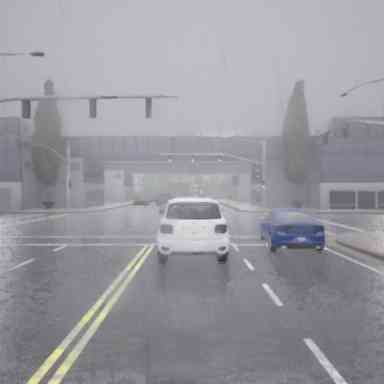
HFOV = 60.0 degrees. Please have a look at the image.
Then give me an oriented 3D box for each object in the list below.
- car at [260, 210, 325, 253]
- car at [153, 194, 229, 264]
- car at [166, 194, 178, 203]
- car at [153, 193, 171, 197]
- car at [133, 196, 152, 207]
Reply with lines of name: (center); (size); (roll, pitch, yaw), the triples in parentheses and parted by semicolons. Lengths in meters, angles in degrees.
car: (3.972, 1.463, 13.798); (1.882, 1.535, 5.008); (0, 0, 5)
car: (-0.030, 1.209, 11.960); (2.150, 2.045, 5.566); (0, 0, -2)
car: (-3.993, 1.284, 67.445); (2.097, 1.767, 4.553); (0, 0, 1)
car: (-4.174, 1.164, 51.371); (2.150, 2.045, 5.566); (0, 0, 1)
car: (-7.681, 1.547, 50.533); (1.895, 1.301, 4.718); (0, 0, 1)
